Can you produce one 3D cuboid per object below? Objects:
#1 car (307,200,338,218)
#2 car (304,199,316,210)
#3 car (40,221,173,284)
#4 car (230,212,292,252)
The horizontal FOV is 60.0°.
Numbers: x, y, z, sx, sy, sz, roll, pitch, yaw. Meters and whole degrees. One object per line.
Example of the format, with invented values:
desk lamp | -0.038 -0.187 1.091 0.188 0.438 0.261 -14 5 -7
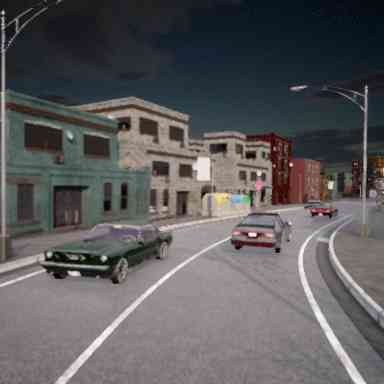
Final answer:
car | 12.820 1.761 32.063 1.895 1.301 4.718 1 0 31
car | 16.851 1.733 45.829 2.033 1.411 5.357 1 0 31
car | -2.127 1.569 9.745 1.895 1.301 4.718 1 0 15
car | 3.118 1.584 14.251 2.033 1.411 5.357 1 0 22
